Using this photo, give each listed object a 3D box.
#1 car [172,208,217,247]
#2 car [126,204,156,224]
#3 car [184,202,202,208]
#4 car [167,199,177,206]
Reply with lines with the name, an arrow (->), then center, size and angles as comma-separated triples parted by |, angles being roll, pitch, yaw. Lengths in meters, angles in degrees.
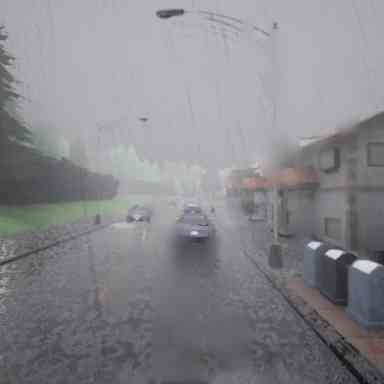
car -> 0.095, 1.704, 15.948 | 1.994, 1.385, 4.181 | 0, 0, 0
car -> -4.101, 1.729, 27.200 | 2.128, 1.511, 4.902 | 0, -1, 0
car -> 0.084, 1.835, 35.527 | 1.812, 1.442, 4.674 | 0, 0, 0
car -> -4.049, 2.106, 68.462 | 2.033, 1.411, 5.357 | 0, 0, 0
